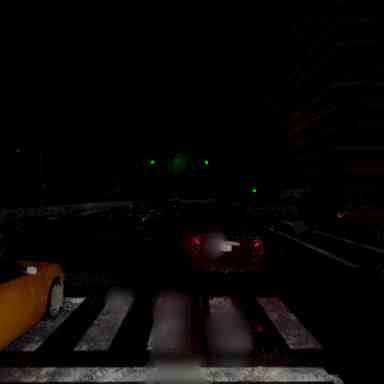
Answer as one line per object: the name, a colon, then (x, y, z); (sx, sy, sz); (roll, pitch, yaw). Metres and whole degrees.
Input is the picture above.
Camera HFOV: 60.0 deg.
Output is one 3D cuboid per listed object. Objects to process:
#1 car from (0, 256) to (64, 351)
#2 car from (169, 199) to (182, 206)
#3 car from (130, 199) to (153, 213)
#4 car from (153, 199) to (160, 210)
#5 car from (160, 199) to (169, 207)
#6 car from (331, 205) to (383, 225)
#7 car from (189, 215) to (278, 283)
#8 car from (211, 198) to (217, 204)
car: (-3.397, 1.521, 4.448); (1.882, 1.535, 5.008); (0, 0, 0)
car: (-3.695, 2.283, 72.864); (1.994, 1.385, 4.181); (0, -1, 19)
car: (-6.938, 1.795, 44.460); (2.097, 1.767, 4.553); (0, -1, 0)
car: (-6.859, 2.011, 53.388); (1.882, 1.535, 5.008); (0, -1, 1)
car: (-6.329, 2.138, 63.173); (1.837, 1.490, 4.892); (0, -1, 8)
car: (13.740, 1.809, 26.462); (5.008, 1.535, 1.882); (0, -1, 0)
car: (1.476, 1.483, 10.408); (2.097, 1.767, 4.553); (0, -1, 17)
car: (6.751, 2.194, 83.014); (2.097, 1.767, 4.553); (-1, -1, 44)
